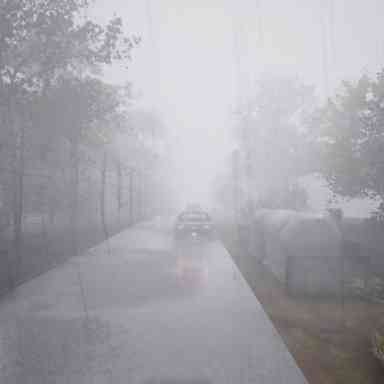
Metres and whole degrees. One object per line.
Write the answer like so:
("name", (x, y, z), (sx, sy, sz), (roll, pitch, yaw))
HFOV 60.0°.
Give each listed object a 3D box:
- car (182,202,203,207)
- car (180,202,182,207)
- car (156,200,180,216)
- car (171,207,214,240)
("car", (0.142, 1.839, 35.700), (1.837, 1.490, 4.892), (0, -1, 0))
("car", (-2.426, 3.039, 78.013), (2.033, 1.411, 5.357), (0, -2, 1))
("car", (-2.791, 1.719, 37.397), (2.097, 1.767, 4.553), (0, -1, 0))
("car", (0.099, 1.687, 17.660), (1.895, 1.301, 4.718), (0, -1, 0))
